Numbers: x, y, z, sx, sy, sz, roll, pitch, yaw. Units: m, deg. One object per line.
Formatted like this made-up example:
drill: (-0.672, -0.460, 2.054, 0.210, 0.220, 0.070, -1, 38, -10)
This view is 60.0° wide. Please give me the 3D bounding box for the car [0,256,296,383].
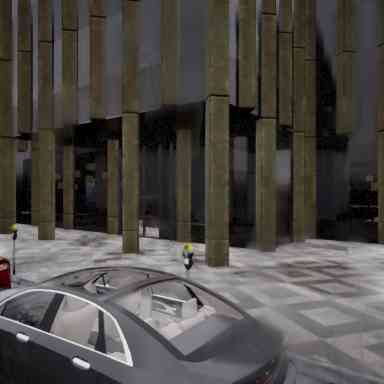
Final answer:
car: (-1.114, 1.551, 3.763, 4.403, 1.369, 2.008, 0, 0, 36)
